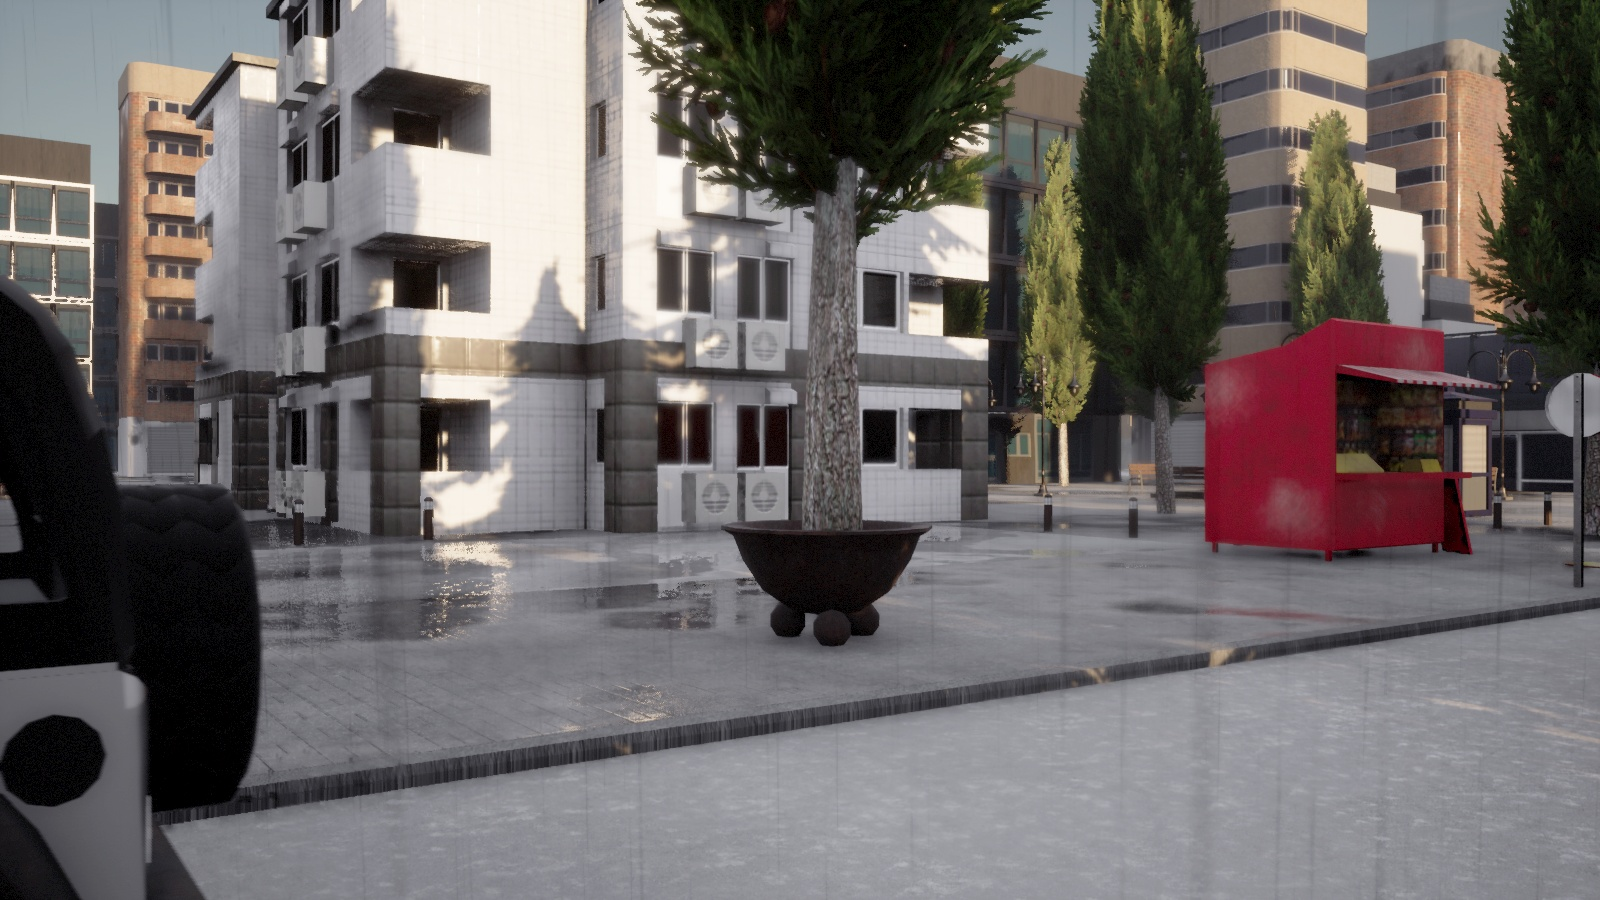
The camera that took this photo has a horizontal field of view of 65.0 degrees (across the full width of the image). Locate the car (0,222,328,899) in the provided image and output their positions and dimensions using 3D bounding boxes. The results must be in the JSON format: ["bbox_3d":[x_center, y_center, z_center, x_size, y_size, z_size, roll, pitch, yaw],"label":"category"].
[{"bbox_3d":[-3.058,0.552,2.141,3.866,1.878,1.905,0,0,-35],"label":"car"}]
